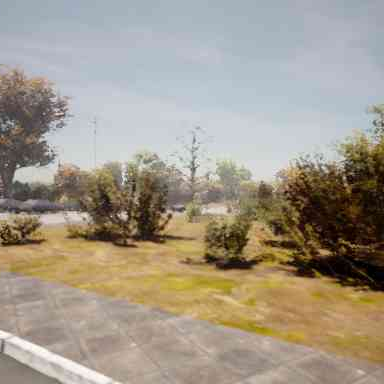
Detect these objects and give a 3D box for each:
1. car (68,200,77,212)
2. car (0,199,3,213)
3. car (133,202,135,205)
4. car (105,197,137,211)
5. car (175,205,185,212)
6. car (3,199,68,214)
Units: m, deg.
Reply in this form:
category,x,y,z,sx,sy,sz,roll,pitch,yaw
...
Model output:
category,x,y,z,sx,sy,sz,roll,pitch,yaw
car,-14.964,1.731,42.577,1.837,1.490,4.892,1,-2,21
car,-18.562,1.360,33.151,1.994,1.385,4.181,1,-2,22
car,-7.926,2.300,51.099,1.812,1.442,4.674,1,-2,21
car,-11.111,1.934,52.525,2.150,2.045,5.566,1,-2,22
car,-1.997,2.770,56.392,1.895,1.301,4.718,1,-2,21
car,-15.099,1.435,32.444,2.033,1.411,5.357,1,-2,21
